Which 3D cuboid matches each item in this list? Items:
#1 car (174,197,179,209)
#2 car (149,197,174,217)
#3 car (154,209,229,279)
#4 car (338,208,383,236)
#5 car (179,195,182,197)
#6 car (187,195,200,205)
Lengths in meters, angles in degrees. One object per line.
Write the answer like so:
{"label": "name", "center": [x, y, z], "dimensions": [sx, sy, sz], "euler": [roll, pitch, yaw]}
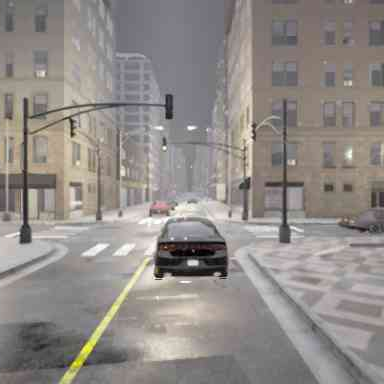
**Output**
{"label": "car", "center": [-3.061, 1.619, 42.578], "dimensions": [2.033, 1.411, 5.357], "euler": [0, 0, 0]}
{"label": "car", "center": [-3.094, 1.533, 32.847], "dimensions": [1.882, 1.535, 5.008], "euler": [0, 0, -1]}
{"label": "car", "center": [-0.111, 1.495, 10.154], "dimensions": [1.882, 1.535, 5.008], "euler": [0, 0, -3]}
{"label": "car", "center": [10.921, 1.585, 18.088], "dimensions": [5.357, 1.411, 2.033], "euler": [0, 0, 3]}
{"label": "car", "center": [-3.062, 1.594, 52.752], "dimensions": [1.837, 1.490, 4.892], "euler": [0, 0, 0]}
{"label": "car", "center": [0.079, 1.709, 63.882], "dimensions": [1.895, 1.301, 4.718], "euler": [0, 0, 0]}
